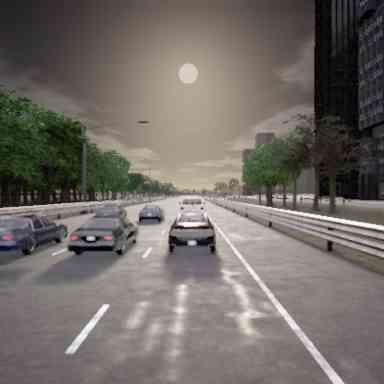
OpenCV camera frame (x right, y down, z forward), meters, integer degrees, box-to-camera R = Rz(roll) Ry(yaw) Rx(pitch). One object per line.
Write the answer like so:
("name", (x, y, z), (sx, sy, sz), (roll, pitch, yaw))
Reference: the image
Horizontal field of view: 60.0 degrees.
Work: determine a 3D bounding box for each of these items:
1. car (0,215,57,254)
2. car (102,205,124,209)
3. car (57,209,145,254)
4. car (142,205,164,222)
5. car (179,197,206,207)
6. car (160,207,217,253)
("car", (-6.991, 1.677, 13.987), (2.033, 1.411, 5.357), (0, 0, 0))
("car", (-6.981, 1.830, 29.292), (1.994, 1.385, 4.181), (0, 0, 0))
("car", (-3.491, 1.677, 13.986), (2.033, 1.411, 5.357), (0, 0, 0))
("car", (-3.481, 1.830, 29.286), (1.994, 1.385, 4.181), (0, 0, 0))
("car", (0.016, 1.480, 29.026), (2.150, 2.045, 5.566), (0, 0, 0))
("car", (0.013, 1.625, 14.291), (2.128, 1.511, 4.902), (0, 0, 0))
